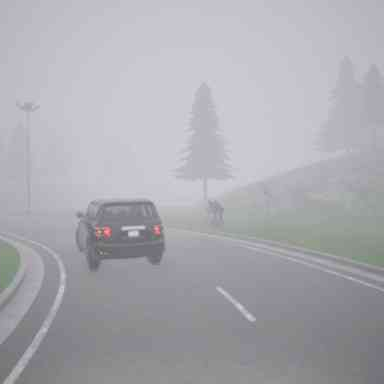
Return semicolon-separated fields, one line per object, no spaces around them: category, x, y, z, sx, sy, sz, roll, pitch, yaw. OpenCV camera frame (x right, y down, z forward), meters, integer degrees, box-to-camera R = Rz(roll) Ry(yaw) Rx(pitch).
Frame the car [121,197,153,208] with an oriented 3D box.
car;-8.577;1.600;51.903;4.674;1.442;1.812;-1;0;-43

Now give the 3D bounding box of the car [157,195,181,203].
car;-4.790;1.506;69.833;5.008;1.535;1.882;-1;0;-43

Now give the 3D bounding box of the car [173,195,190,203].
car;-2.625;1.359;67.086;4.553;1.767;2.097;-1;0;-43

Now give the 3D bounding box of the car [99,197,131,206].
car;-13.188;1.600;57.146;5.008;1.535;1.882;0;0;-43

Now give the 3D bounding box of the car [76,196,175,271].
car;-2.643;1.244;11.451;2.150;2.045;5.566;-1;0;-23

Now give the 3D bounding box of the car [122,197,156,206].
car;-8.920;1.624;56.368;5.357;1.411;2.033;-1;0;-43

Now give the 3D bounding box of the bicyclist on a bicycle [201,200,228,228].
bicyclist on a bicycle;1.474;1.279;19.267;1.656;1.620;0.582;-1;0;-36

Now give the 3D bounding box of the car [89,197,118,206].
car;-15.819;1.675;59.453;4.674;1.442;1.812;-1;0;-43

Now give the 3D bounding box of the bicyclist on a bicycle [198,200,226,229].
bicyclist on a bicycle;1.185;1.282;19.664;1.656;1.620;0.582;-1;0;-36

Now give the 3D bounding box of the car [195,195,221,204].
car;3.348;1.543;63.117;4.718;1.301;1.895;-1;0;-43
